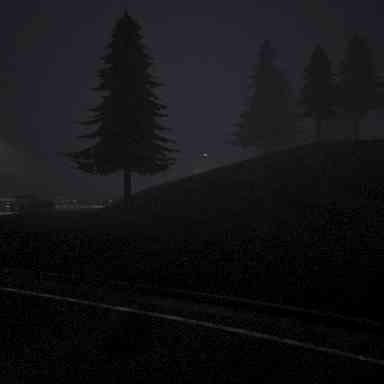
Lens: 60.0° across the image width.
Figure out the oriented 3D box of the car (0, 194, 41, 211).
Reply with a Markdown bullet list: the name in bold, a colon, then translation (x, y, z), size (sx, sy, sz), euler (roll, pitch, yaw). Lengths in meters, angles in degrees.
- **car**: translation (-20.705, 1.224, 40.282), size (2.150, 2.045, 5.566), euler (0, 0, 22)

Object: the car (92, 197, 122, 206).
- **car**: translation (-14.247, 1.548, 56.161), size (2.033, 1.411, 5.357), euler (0, 0, 22)

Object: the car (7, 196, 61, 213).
- **car**: translation (-17.881, 1.492, 37.928), size (2.128, 1.511, 4.902), euler (0, 0, 22)

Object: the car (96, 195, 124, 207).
- **car**: translation (-12.248, 1.351, 51.827), size (2.097, 1.767, 4.553), euler (0, 0, 22)

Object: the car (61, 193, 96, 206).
- **car**: translation (-18.602, 1.351, 54.779), size (2.097, 1.767, 4.553), euler (0, 0, 22)

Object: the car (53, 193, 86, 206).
- **car**: translation (-21.178, 1.223, 57.713), size (2.150, 2.045, 5.566), euler (0, 0, 22)
